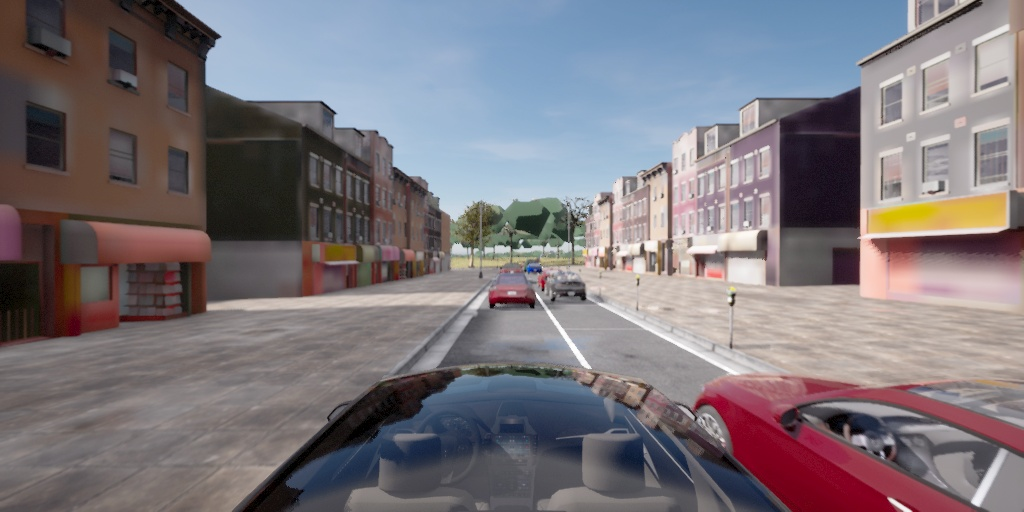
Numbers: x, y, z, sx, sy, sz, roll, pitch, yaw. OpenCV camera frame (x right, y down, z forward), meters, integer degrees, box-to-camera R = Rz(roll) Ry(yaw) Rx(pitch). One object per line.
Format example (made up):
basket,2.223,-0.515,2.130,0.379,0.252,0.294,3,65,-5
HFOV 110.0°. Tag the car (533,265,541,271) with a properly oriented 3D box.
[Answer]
car,2.642,1.504,23.519,1.888,1.381,4.507,0,0,0

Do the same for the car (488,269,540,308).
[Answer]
car,0.006,1.451,16.121,1.994,1.385,4.181,0,-1,0

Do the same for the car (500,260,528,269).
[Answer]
car,0.008,1.384,30.916,2.097,1.767,4.553,0,-1,0

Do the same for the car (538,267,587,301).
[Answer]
car,2.640,1.456,18.112,2.007,1.370,4.403,0,0,0

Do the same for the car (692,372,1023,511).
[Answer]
car,2.637,1.333,1.894,1.802,1.307,4.207,0,0,0

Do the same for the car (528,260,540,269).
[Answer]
car,3.025,1.707,49.005,1.882,1.535,5.008,0,-1,0
